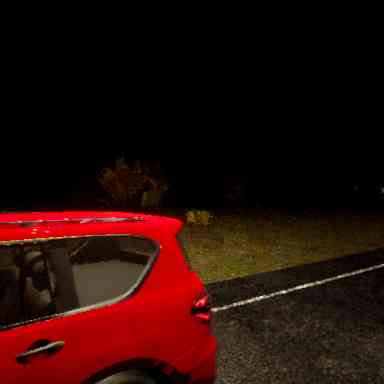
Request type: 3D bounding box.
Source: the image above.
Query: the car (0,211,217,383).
[{"bbox_3d":[-2.371,1.221,2.309,5.566,2.045,2.150,0,0,-36],"label":"car"}]
